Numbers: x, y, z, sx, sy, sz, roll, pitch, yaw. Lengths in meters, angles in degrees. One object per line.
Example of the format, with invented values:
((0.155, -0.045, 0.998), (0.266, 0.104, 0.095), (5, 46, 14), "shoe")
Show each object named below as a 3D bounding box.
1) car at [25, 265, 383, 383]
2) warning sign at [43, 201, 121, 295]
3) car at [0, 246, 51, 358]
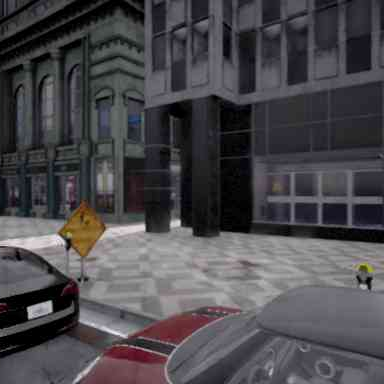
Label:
((0.905, 1.443, 2.316), (4.097, 1.590, 1.967), (0, 0, 35), "car")
((-2.478, 1.146, 7.559), (1.060, 1.860, 1.300), (0, 0, 35), "warning sign")
((-3.687, 1.596, 5.584), (4.313, 1.339, 1.947), (0, 0, 35), "car")
